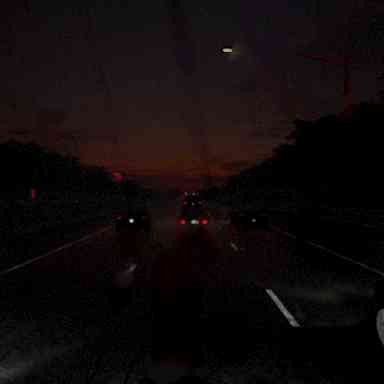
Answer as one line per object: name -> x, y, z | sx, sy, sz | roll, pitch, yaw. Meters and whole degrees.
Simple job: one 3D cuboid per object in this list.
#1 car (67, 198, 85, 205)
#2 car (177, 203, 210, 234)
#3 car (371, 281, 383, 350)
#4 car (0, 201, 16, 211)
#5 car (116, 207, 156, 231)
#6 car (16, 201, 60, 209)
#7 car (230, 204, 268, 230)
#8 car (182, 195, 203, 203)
car -> -21.020, 1.801, 60.439 | 2.097, 1.767, 4.553 | 0, -1, 0
car -> 0.094, 1.587, 19.438 | 2.033, 1.411, 5.357 | 0, 0, 0
car -> 3.597, 1.476, 2.960 | 1.882, 1.535, 5.008 | 0, 0, 0
car -> -17.606, 1.623, 31.433 | 2.128, 1.511, 4.902 | 0, 0, 0
car -> -3.406, 1.610, 20.725 | 1.994, 1.385, 4.181 | 0, -1, 0
car -> -14.106, 1.623, 31.467 | 2.128, 1.511, 4.902 | 0, 0, 0
car -> 3.591, 1.532, 21.762 | 1.882, 1.535, 5.008 | 0, -1, 0
car -> 0.087, 1.407, 38.071 | 2.150, 2.045, 5.566 | 0, 0, 0
